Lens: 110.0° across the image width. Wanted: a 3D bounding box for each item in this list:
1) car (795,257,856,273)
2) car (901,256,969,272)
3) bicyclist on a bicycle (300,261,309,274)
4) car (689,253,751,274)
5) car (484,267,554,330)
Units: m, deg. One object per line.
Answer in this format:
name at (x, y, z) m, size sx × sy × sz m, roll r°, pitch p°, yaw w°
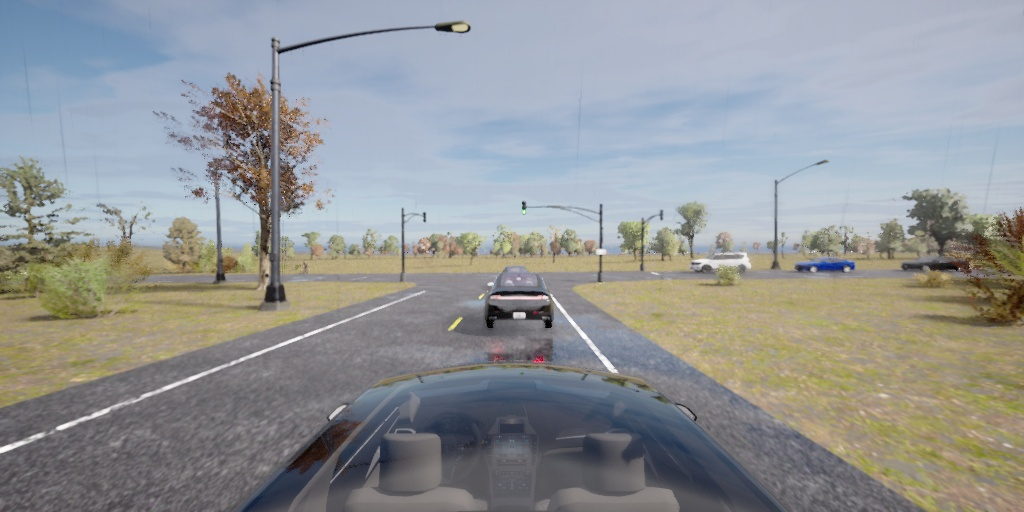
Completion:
car at (31.254, 0.866, 35.920) m, size 5.008 × 1.535 × 1.882 m, roll -1°, pitch 1°, yaw 5°
car at (41.285, 0.760, 35.102) m, size 5.008 × 1.535 × 1.882 m, roll -1°, pitch 1°, yaw 5°
bicyclist on a bicycle at (-25.701, 1.435, 44.434) m, size 0.582 × 1.620 × 1.656 m, roll -1°, pitch 0°, yaw 5°
car at (21.251, 0.721, 36.725) m, size 5.566 × 2.045 × 2.150 m, roll -1°, pitch 1°, yaw 4°
car at (0.218, 1.255, 11.236) m, size 2.128 × 1.511 × 4.902 m, roll 0°, pitch 0°, yaw 1°
